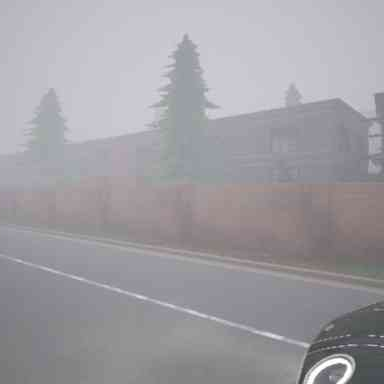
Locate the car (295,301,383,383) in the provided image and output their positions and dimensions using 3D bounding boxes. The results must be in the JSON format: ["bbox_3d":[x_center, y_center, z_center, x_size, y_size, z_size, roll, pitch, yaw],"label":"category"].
[{"bbox_3d":[2.982,1.359,1.996,4.553,1.767,2.097,0,0,36],"label":"car"}]
